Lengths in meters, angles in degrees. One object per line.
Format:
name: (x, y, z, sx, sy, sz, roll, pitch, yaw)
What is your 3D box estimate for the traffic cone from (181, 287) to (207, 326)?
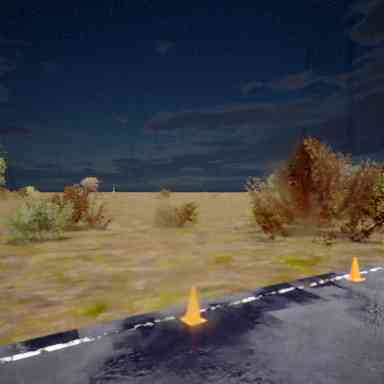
traffic cone: (0.032, 1.960, 5.829, 0.340, 0.580, 0.340, 0, 0, -34)

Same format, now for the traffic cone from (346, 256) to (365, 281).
traffic cone: (4.244, 1.974, 8.645, 0.340, 0.580, 0.340, 0, 0, -33)
